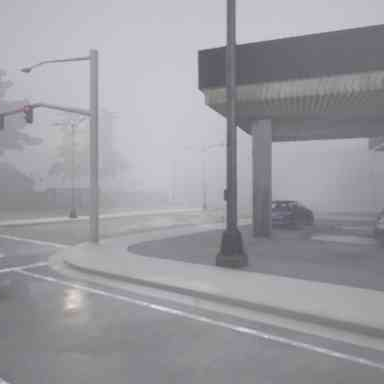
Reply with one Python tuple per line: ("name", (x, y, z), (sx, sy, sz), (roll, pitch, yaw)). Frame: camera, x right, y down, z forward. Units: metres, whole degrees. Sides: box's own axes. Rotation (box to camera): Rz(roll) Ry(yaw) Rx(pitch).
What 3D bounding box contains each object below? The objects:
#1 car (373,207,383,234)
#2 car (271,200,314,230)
("car", (10.886, 1.459, 17.528), (1.970, 1.475, 3.806), (0, 0, 37))
("car", (5.811, 1.322, 20.327), (2.242, 1.667, 4.611), (0, 0, 37))
